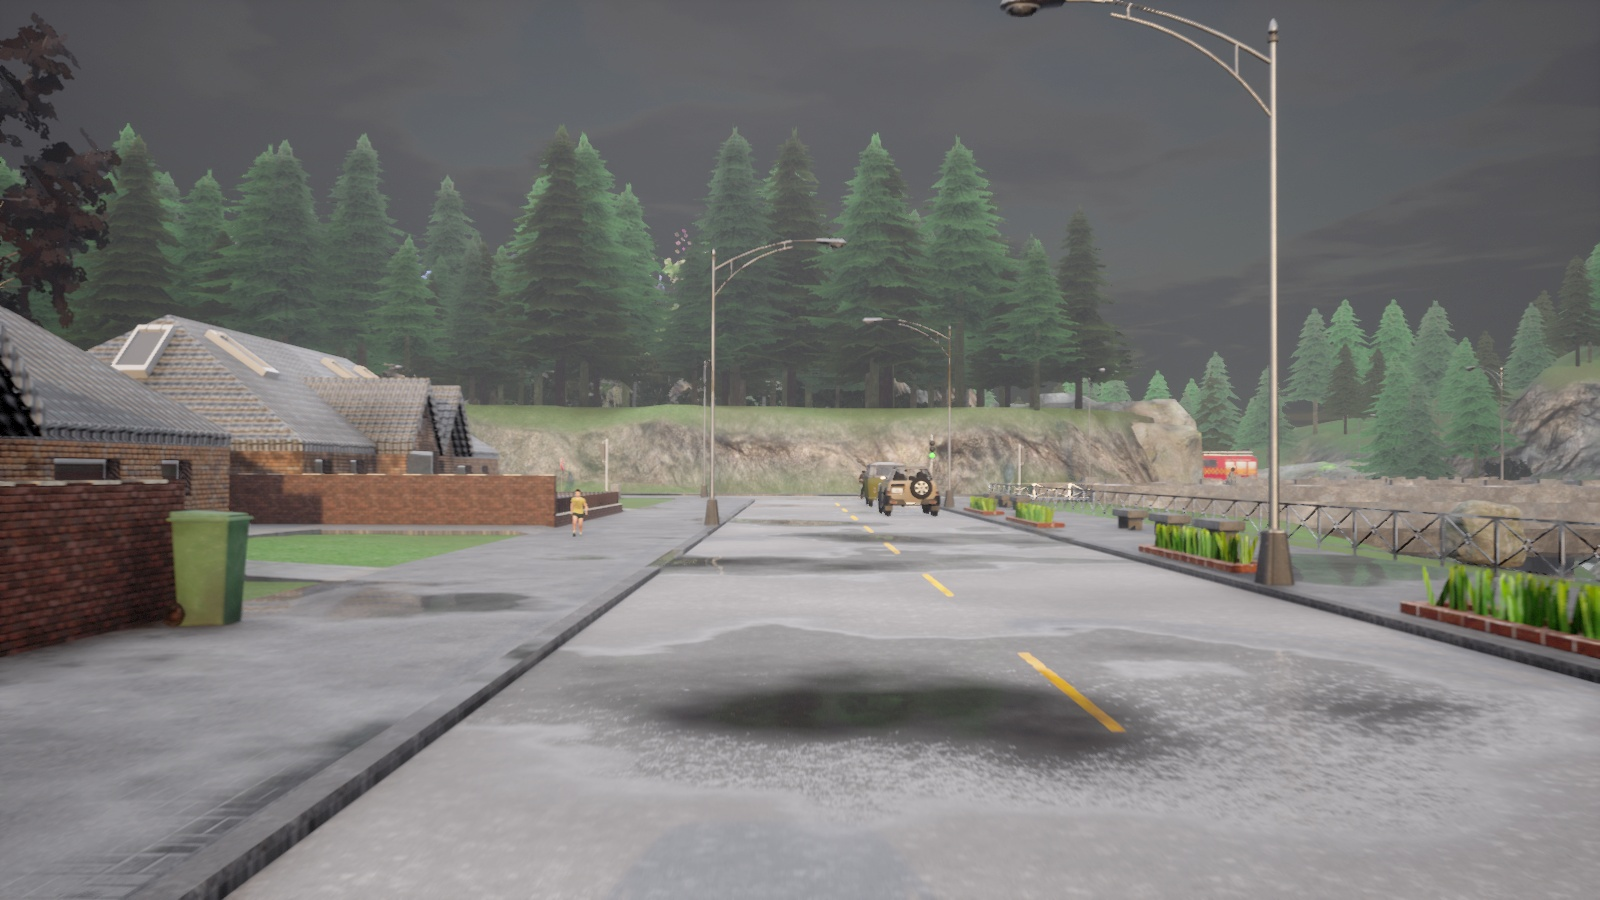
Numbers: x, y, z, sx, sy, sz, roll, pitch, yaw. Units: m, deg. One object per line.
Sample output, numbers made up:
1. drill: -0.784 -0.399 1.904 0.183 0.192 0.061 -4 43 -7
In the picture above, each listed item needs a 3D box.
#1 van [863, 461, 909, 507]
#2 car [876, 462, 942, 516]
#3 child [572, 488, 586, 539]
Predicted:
1. van: 3.850 1.505 56.934 1.775 1.987 4.442 0 -1 0
2. car: 3.880 1.376 45.390 1.932 1.855 4.605 0 -1 0
3. child: -4.857 1.385 27.551 0.255 1.110 0.394 0 -1 -3
